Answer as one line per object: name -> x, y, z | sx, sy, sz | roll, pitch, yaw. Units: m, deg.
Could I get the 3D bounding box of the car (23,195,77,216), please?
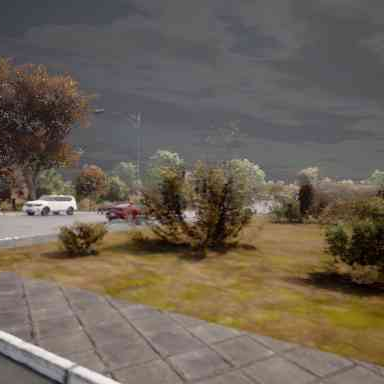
car -> -14.164, 1.334, 33.655 | 2.150, 2.045, 5.566 | 1, -2, 22

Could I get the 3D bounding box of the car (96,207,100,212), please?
car -> -10.091, 2.152, 43.463 | 2.033, 1.411, 5.357 | 1, -2, 23

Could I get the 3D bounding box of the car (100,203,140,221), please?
car -> -5.092, 1.650, 27.671 | 1.882, 1.535, 5.008 | 1, -2, 23
